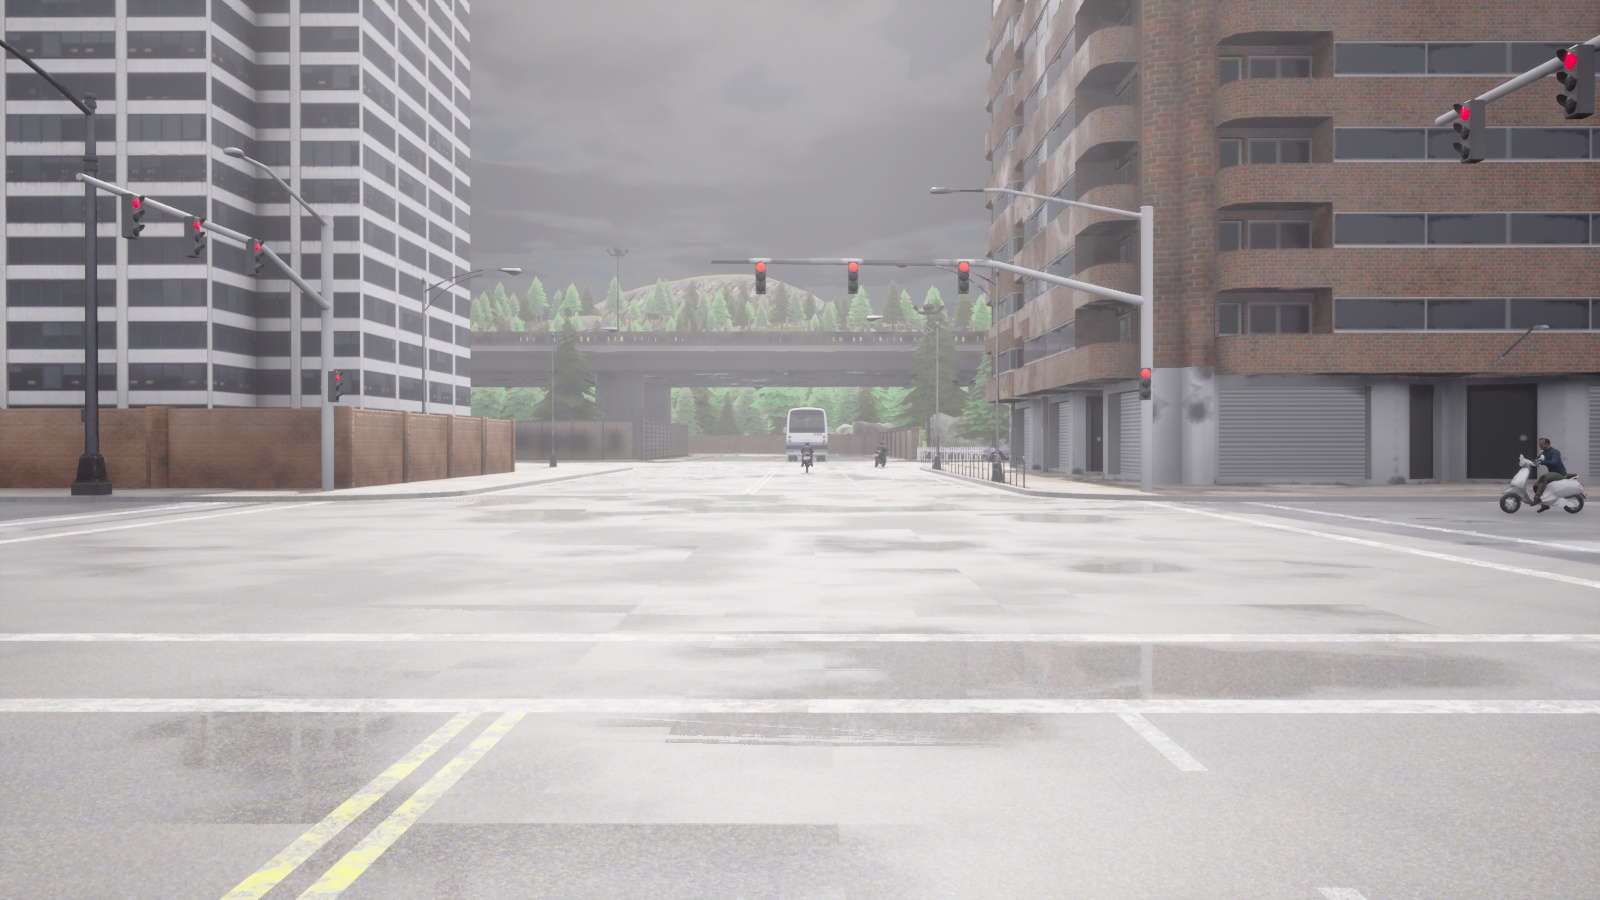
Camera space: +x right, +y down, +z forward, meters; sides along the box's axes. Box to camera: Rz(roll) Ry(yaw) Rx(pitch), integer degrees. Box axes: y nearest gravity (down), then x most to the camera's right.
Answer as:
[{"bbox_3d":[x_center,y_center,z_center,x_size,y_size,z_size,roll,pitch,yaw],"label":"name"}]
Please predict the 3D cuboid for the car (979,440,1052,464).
[{"bbox_3d":[15.420,0.124,89.952,4.856,1.649,2.033,0,0,1],"label":"car"}]

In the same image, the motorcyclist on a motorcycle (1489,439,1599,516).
[{"bbox_3d":[15.578,0.564,26.303,1.817,1.590,0.866,0,0,1],"label":"motorcyclist on a motorcycle"}]

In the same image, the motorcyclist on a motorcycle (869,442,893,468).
[{"bbox_3d":[4.890,0.303,75.616,0.797,1.523,2.044,2,1,21],"label":"motorcyclist on a motorcycle"}]
